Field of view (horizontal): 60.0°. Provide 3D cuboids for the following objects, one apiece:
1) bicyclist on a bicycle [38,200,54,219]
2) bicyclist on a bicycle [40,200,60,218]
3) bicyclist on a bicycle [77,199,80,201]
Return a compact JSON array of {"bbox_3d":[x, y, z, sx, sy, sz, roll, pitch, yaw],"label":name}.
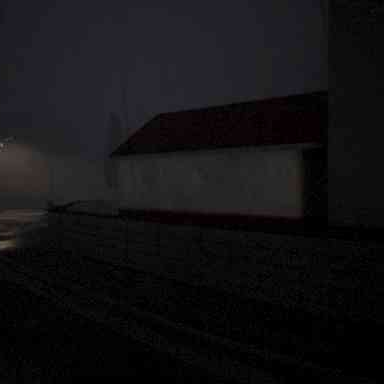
[{"bbox_3d":[-12.860,1.583,29.721,1.656,1.620,0.582,0,0,-9],"label":"bicyclist on a bicycle"},{"bbox_3d":[-13.293,1.589,31.107,0.582,1.620,1.656,0,-1,35],"label":"bicyclist on a bicycle"},{"bbox_3d":[-10.751,1.449,31.358,0.582,1.620,1.656,0,0,2],"label":"bicyclist on a bicycle"}]
